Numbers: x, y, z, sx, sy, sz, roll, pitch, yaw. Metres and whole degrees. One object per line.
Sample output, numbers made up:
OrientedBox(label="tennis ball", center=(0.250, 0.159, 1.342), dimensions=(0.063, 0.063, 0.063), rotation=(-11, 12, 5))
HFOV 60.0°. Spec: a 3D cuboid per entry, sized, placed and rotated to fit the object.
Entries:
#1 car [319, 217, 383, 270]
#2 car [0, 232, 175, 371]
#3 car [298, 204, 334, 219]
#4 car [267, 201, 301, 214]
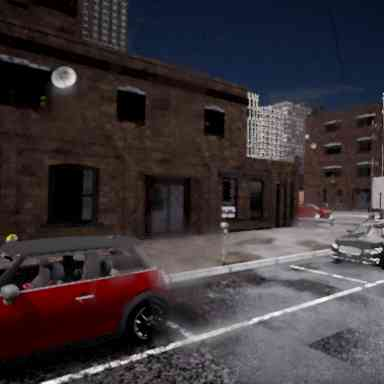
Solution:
OrientedBox(label="car", center=(6.439, 1.637, 11.135), dimensions=(4.403, 1.369, 2.008), rotation=(1, 1, -35))
OrientedBox(label="car", center=(-2.363, 1.446, 4.854), dimensions=(4.097, 1.590, 1.967), rotation=(1, 1, -35))
OrientedBox(label="car", center=(10.948, 1.812, 31.083), dimensions=(1.887, 1.381, 4.507), rotation=(1, -1, -35))
OrientedBox(label="car", center=(12.238, 2.021, 44.311), dimensions=(1.967, 1.590, 4.097), rotation=(1, -1, -35))
